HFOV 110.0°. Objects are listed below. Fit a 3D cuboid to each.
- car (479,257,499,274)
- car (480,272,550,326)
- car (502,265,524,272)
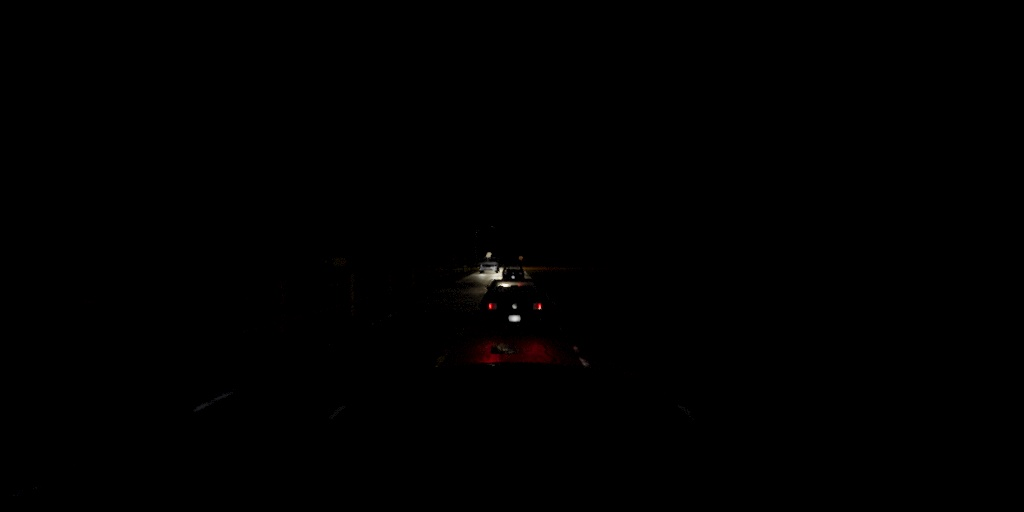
[{"bbox_3d":[-2.794,1.118,44.539,2.150,2.045,5.566,0,-1,0],"label":"car"},{"bbox_3d":[0.086,1.381,11.797,1.895,1.301,4.718,0,0,0],"label":"car"},{"bbox_3d":[0.086,1.447,31.555,1.895,1.301,4.718,0,0,0],"label":"car"}]
